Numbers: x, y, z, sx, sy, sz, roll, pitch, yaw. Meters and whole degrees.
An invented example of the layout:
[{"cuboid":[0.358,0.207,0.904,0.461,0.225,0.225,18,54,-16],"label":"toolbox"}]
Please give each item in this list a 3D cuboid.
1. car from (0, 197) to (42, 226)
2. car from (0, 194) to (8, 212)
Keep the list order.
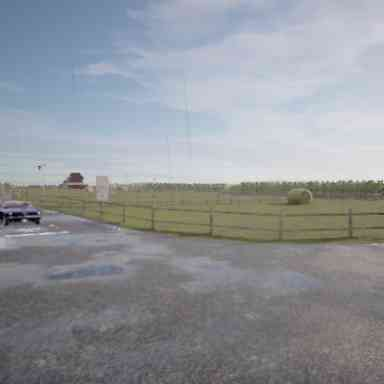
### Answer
[{"cuboid":[-10.493,1.219,20.012,1.895,1.301,4.718,1,0,-38],"label":"car"},{"cuboid":[-18.025,0.937,30.154,1.812,1.442,4.674,1,1,-36],"label":"car"}]
